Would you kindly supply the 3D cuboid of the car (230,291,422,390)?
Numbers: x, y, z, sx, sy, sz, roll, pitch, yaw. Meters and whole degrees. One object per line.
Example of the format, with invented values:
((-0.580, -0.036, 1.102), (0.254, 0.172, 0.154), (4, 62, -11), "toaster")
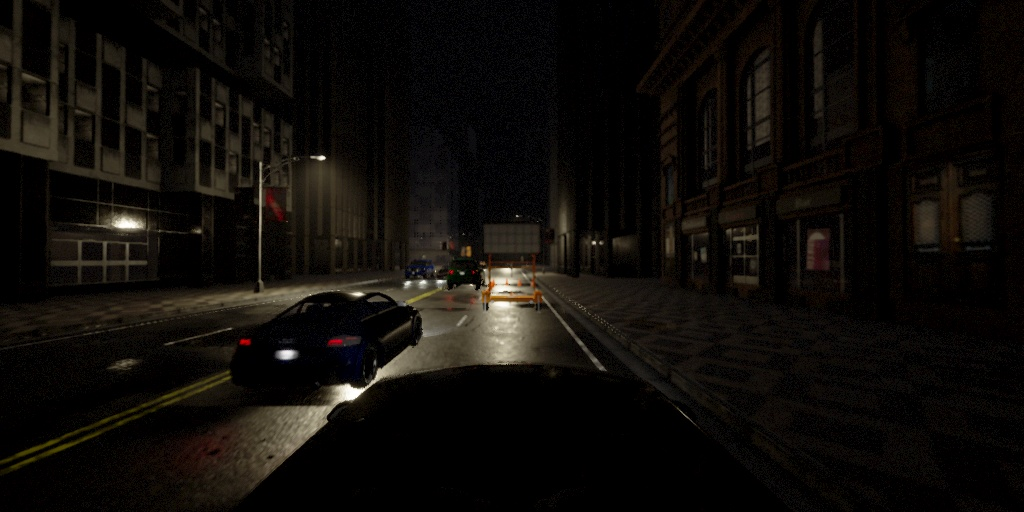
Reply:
((-3.149, 1.374, 7.019), (1.994, 1.385, 4.181), (0, -1, 0), "car")

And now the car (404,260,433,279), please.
((-9.866, 1.388, 38.673), (2.150, 2.045, 5.566), (0, -1, 0), "car")

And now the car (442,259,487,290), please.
((-3.159, 1.234, 25.384), (2.150, 2.045, 5.566), (0, -1, 0), "car")

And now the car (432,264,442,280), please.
((-6.618, 1.700, 37.923), (2.033, 1.411, 5.357), (0, -1, 0), "car")

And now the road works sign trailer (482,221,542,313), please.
((-0.004, 0.357, 14.737), (2.380, 3.560, 2.880), (0, 0, 0), "road works sign trailer")
